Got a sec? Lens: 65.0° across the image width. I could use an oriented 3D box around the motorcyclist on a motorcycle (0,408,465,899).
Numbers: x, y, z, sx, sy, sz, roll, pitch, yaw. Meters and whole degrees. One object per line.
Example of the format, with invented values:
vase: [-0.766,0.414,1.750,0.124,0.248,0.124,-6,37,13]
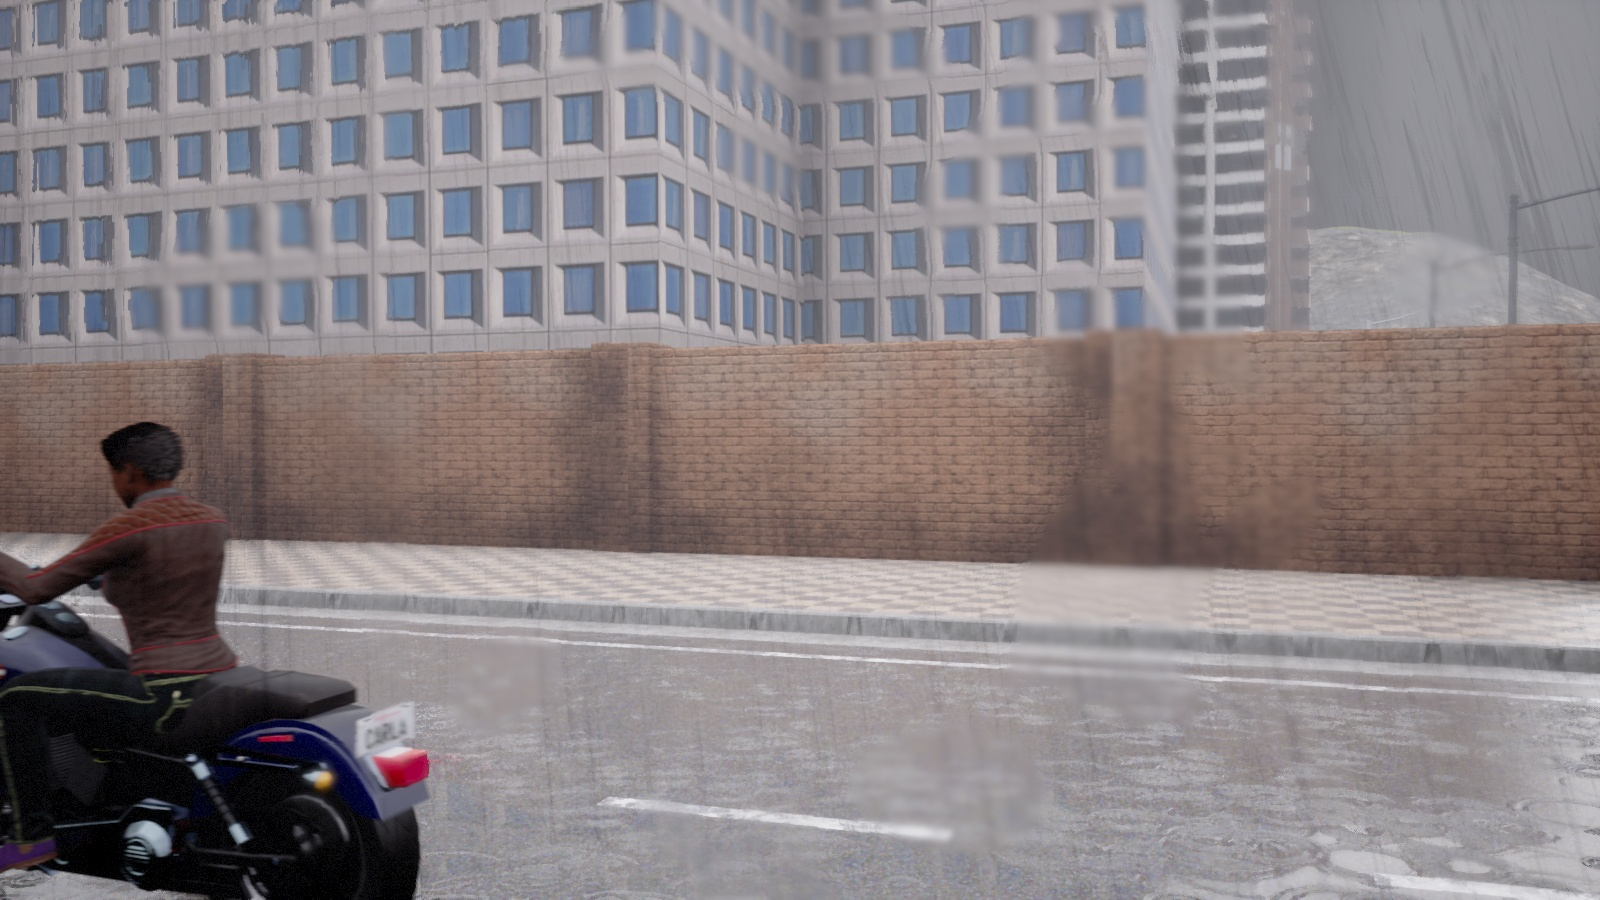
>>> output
motorcyclist on a motorcycle: [-2.293,0.705,3.965,2.350,1.649,0.766,0,1,19]
